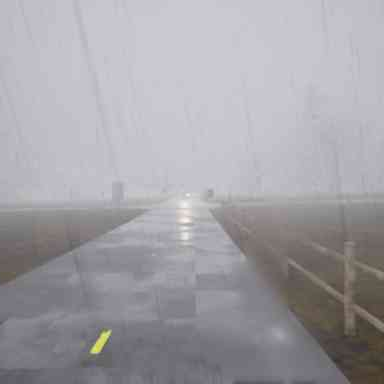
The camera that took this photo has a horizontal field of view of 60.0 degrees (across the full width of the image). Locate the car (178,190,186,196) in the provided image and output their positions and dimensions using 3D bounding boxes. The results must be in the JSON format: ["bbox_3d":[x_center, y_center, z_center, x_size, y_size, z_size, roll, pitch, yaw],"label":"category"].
[{"bbox_3d":[-2.742,0.328,93.649,2.097,1.767,4.553,0,1,0],"label":"car"}]
